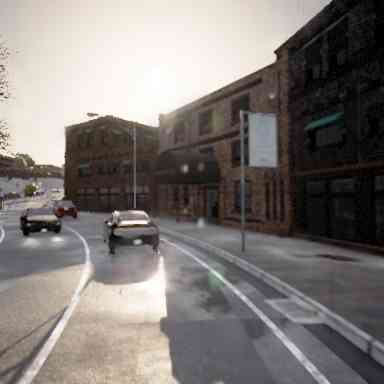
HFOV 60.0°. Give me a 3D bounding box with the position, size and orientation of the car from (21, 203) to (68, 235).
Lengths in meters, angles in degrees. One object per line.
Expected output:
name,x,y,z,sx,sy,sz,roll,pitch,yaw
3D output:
car,-8.837,1.573,19.276,2.033,1.411,5.357,0,0,-29

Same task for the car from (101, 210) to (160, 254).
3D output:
car,-2.644,1.510,13.773,2.128,1.511,4.902,0,0,-19

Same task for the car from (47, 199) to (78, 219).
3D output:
car,-11.686,1.400,28.823,2.097,1.767,4.553,0,0,-41
